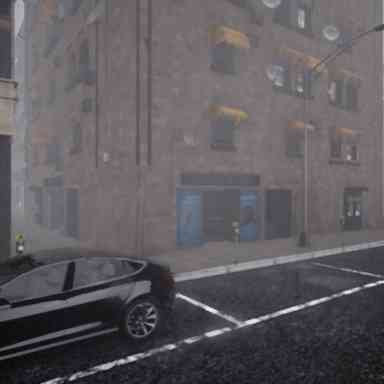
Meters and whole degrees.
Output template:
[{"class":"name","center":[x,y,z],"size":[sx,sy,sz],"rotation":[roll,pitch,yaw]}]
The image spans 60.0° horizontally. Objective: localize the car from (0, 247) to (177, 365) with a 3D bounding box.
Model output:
[{"class":"car","center":[-2.254,1.574,4.958],"size":[4.313,1.339,1.947],"rotation":[1,-1,-36]}]
